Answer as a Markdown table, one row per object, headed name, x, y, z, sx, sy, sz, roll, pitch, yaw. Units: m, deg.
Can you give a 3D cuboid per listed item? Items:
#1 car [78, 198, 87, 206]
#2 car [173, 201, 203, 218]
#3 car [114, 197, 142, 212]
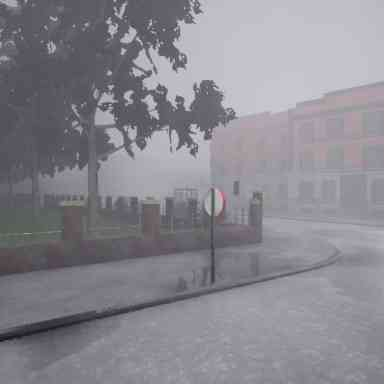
| name | x | y | z | sx | sy | sz | roll | pitch | yaw |
| --- | --- | --- | --- | --- | --- | --- | --- | --- | --- |
| car | -16.601 | 1.614 | 51.385 | 1.895 | 1.301 | 4.718 | 0 | 0 | -36 |
| car | -0.173 | 1.538 | 28.251 | 1.812 | 1.442 | 4.674 | 0 | 0 | -36 |
| car | -7.233 | 1.365 | 38.133 | 2.097 | 1.767 | 4.553 | 0 | 0 | -35 |
